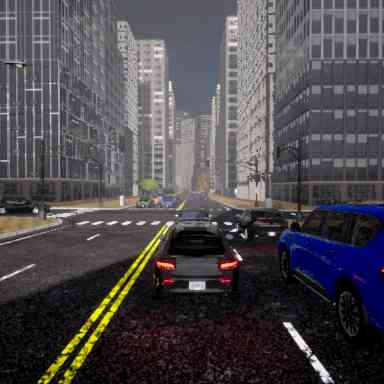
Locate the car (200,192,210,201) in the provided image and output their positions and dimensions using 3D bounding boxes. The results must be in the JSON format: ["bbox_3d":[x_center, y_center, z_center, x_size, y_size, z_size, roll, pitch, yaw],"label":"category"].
[{"bbox_3d":[3.180,1.443,79.630,1.812,1.442,4.674,0,0,0],"label":"car"}]

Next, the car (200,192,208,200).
[{"bbox_3d":[3.171,0.968,89.659,2.150,2.045,5.566,0,0,0],"label":"car"}]

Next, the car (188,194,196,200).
[{"bbox_3d":[-0.079,1.282,89.627,2.033,1.411,5.357,0,0,0],"label":"car"}]

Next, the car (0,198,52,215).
[{"bbox_3d":[-15.997,1.351,31.605,5.008,1.535,1.882,1,1,-1],"label":"car"}]

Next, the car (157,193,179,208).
[{"bbox_3d":[-3.387,1.318,47.921,2.097,1.767,4.553,0,0,0],"label":"car"}]

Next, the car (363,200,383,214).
[{"bbox_3d":[21.777,1.643,36.725,4.829,1.417,1.752,1,0,1],"label":"car"}]

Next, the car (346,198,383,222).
[{"bbox_3d":[16.176,1.519,28.434,5.009,1.841,2.192,1,0,1],"label":"car"}]

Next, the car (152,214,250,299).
[{"bbox_3d":[0.092,1.522,8.310,1.812,1.442,4.674,0,0,0],"label":"car"}]

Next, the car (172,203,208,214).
[{"bbox_3d":[0.086,1.538,17.584,2.033,1.411,5.357,0,0,0],"label":"car"}]

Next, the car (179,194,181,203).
[{"bbox_3d":[-3.384,1.503,57.552,2.033,1.411,5.357,0,0,0],"label":"car"}]

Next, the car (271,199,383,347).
[{"bbox_3d":[3.348,1.218,6.453,2.150,2.045,5.566,0,0,0],"label":"car"}]

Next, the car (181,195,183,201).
[{"bbox_3d":[-3.329,1.506,68.040,1.994,1.385,4.181,0,0,0],"label":"car"}]

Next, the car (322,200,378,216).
[{"bbox_3d":[16.196,1.616,34.219,4.892,1.490,1.837,0,1,0],"label":"car"}]

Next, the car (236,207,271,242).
[{"bbox_3d":[3.336,1.496,16.314,1.837,1.490,4.892,0,0,0],"label":"car"}]

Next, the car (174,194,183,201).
[{"bbox_3d":[-3.323,1.268,81.998,2.097,1.767,4.553,0,0,0],"label":"car"}]

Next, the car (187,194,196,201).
[{"bbox_3d":[-0.070,1.443,79.627,1.812,1.442,4.674,0,0,0],"label":"car"}]

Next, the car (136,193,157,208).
[{"bbox_3d":[-6.669,1.318,47.873,2.097,1.767,4.553,0,0,1],"label":"car"}]

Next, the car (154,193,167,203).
[{"bbox_3d":[-6.563,1.162,69.233,2.150,2.045,5.566,0,0,0],"label":"car"}]
